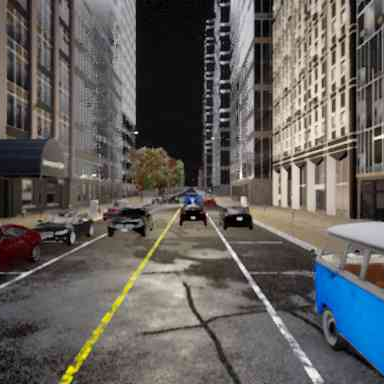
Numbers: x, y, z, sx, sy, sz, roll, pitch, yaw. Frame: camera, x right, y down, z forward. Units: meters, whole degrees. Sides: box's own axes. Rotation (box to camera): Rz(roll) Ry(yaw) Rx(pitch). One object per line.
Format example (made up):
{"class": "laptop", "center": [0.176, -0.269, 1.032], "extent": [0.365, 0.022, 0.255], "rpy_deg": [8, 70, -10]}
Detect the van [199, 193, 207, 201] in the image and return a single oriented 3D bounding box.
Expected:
{"class": "van", "center": [2.618, 1.165, 77.721], "extent": [1.690, 1.788, 3.998], "rpy_deg": [0, 0, 0]}

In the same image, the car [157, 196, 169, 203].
{"class": "car", "center": [-5.755, 1.421, 66.309], "extent": [1.887, 1.381, 4.507], "rpy_deg": [0, 0, 0]}

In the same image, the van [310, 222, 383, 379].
{"class": "van", "center": [2.685, 1.336, 3.632], "extent": [1.690, 1.788, 3.998], "rpy_deg": [0, 0, 0]}

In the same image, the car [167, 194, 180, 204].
{"class": "car", "center": [-3.113, 1.402, 58.695], "extent": [1.837, 1.490, 4.892], "rpy_deg": [0, 0, 0]}

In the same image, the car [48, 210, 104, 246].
{"class": "car", "center": [-5.706, 1.530, 15.021], "extent": [2.008, 1.369, 4.403], "rpy_deg": [0, 0, 0]}

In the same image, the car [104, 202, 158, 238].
{"class": "car", "center": [-3.115, 1.500, 17.630], "extent": [1.812, 1.442, 4.674], "rpy_deg": [0, 0, 0]}

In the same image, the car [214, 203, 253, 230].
{"class": "car", "center": [2.669, 1.534, 20.729], "extent": [1.947, 1.339, 4.313], "rpy_deg": [0, 0, 0]}

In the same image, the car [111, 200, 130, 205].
{"class": "car", "center": [-5.717, 1.398, 26.419], "extent": [1.967, 1.590, 4.097], "rpy_deg": [0, 0, 0]}

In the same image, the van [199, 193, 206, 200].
{"class": "van", "center": [2.689, 1.095, 89.117], "extent": [1.690, 1.788, 3.998], "rpy_deg": [0, 0, 0]}

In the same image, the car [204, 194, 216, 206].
{"class": "car", "center": [2.642, 1.460, 49.218], "extent": [1.887, 1.381, 4.507], "rpy_deg": [0, 0, 0]}

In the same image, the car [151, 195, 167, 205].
{"class": "car", "center": [-5.744, 1.456, 54.908], "extent": [2.008, 1.369, 4.403], "rpy_deg": [0, 0, 0]}

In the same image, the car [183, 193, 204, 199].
{"class": "car", "center": [0.062, 1.149, 40.918], "extent": [2.150, 2.045, 5.566], "rpy_deg": [0, 0, 0]}

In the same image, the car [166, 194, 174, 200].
{"class": "car", "center": [-5.855, 1.321, 89.109], "extent": [1.947, 1.339, 4.313], "rpy_deg": [0, 0, 0]}

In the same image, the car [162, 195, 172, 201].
{"class": "car", "center": [-5.764, 1.391, 77.713], "extent": [1.947, 1.339, 4.313], "rpy_deg": [0, 0, 0]}

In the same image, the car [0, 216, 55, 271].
{"class": "car", "center": [-5.701, 1.570, 9.324], "extent": [1.802, 1.307, 4.206], "rpy_deg": [0, 0, 0]}

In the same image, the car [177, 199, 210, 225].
{"class": "car", "center": [0.071, 1.489, 23.603], "extent": [1.812, 1.442, 4.674], "rpy_deg": [0, 0, 0]}

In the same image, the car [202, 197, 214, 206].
{"class": "car", "center": [2.636, 1.487, 54.915], "extent": [1.802, 1.307, 4.206], "rpy_deg": [0, 0, 0]}
